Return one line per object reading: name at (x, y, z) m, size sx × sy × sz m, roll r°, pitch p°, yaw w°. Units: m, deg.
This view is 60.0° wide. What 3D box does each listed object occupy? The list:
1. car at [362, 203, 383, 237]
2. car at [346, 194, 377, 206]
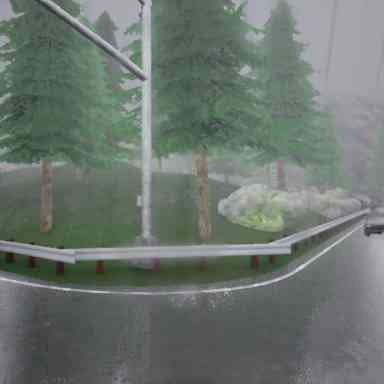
car at (10.528, 1.579, 18.010) m, size 2.033 × 1.411 × 5.357 m, roll 0°, pitch 0°, yaw 32°
car at (21.363, 1.309, 42.973) m, size 2.150 × 2.045 × 5.566 m, roll 0°, pitch 0°, yaw -10°
